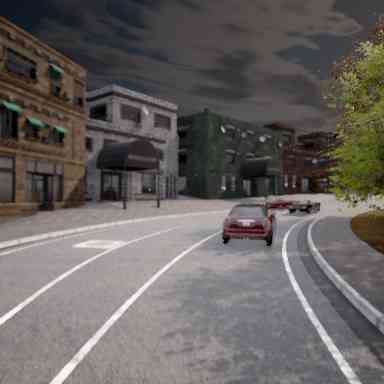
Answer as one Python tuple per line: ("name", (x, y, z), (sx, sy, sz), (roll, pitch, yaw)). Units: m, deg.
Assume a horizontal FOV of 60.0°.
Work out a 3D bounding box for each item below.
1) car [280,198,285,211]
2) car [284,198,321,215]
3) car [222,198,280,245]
("car", (9.702, 1.335, 36.493), (1.895, 1.301, 4.718), (0, 1, 45))
("car", (10.728, 1.366, 31.431), (1.895, 1.301, 4.718), (0, 1, 36))
("car", (2.812, 1.298, 15.560), (2.097, 1.767, 4.553), (0, 0, 16))
